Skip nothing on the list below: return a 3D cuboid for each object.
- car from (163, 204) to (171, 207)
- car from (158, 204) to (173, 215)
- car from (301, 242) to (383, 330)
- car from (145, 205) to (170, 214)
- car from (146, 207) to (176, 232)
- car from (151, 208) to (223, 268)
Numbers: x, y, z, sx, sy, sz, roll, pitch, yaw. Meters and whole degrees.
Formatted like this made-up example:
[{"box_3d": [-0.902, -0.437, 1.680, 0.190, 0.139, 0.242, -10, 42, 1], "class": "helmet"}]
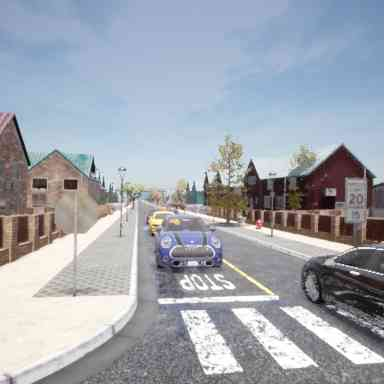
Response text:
[{"box_3d": [-2.963, 2.846, 47.334, 2.033, 1.411, 5.357, 1, -2, -9], "class": "car"}, {"box_3d": [-4.608, 2.928, 57.483, 2.097, 1.767, 4.553, 1, -2, -9], "class": "car"}, {"box_3d": [3.754, 1.666, 5.983, 1.837, 1.490, 4.892, 1, -2, -9], "class": "car"}, {"box_3d": [-3.524, 2.353, 32.514, 1.837, 1.490, 4.892, 1, -2, -9], "class": "car"}, {"box_3d": [-1.884, 2.051, 22.378, 1.882, 1.535, 5.008, 1, -2, -9], "class": "car"}, {"box_3d": [-0.288, 1.656, 12.385, 2.097, 1.767, 4.553, 1, -2, -8], "class": "car"}]
